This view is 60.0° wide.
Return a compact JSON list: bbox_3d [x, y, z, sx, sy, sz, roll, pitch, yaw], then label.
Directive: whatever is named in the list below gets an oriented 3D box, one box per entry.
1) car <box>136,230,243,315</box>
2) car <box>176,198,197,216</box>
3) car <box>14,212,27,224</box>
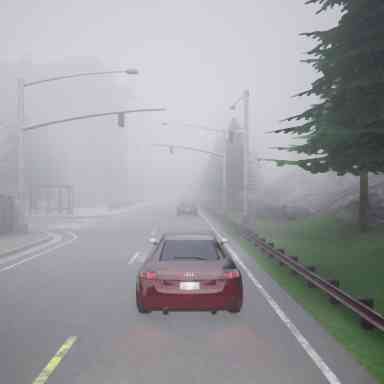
[{"bbox_3d":[-0.072,1.564,7.657,1.994,1.385,4.181,0,0,-1],"label":"car"},{"bbox_3d":[-0.511,1.564,32.318,1.994,1.385,4.181,0,0,-1],"label":"car"},{"bbox_3d":[-13.479,1.586,21.730,4.718,1.301,1.895,0,0,-2],"label":"car"}]
